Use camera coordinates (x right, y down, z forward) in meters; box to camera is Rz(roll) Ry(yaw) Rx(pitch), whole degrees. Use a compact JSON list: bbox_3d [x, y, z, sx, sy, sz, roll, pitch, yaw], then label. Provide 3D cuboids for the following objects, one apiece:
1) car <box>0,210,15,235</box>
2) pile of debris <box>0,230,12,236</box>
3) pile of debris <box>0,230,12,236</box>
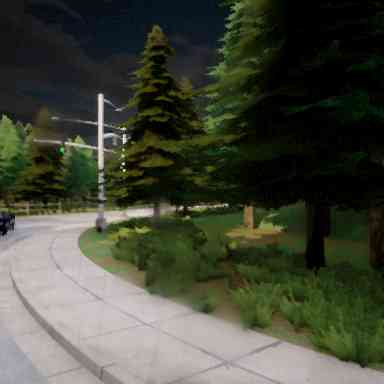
[{"bbox_3d":[-11.124,1.646,18.555,1.895,1.301,4.718,0,0,-23],"label":"car"},{"bbox_3d":[-10.795,2.219,17.836,1.500,0.140,1.860,0,0,-8],"label":"pile of debris"},{"bbox_3d":[-10.795,2.219,17.836,1.500,0.140,1.860,0,0,-8],"label":"pile of debris"}]
